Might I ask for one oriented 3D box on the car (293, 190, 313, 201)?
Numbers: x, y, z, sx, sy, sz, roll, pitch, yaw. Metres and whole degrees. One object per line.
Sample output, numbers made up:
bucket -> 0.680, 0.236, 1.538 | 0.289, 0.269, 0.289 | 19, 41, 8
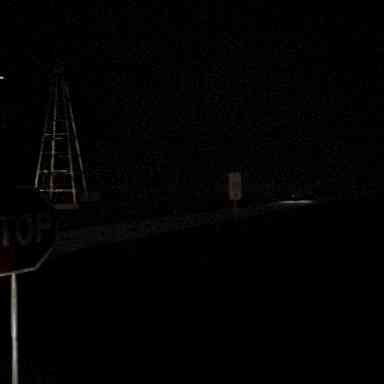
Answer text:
car -> 16.157, 0.457, 48.456 | 1.837, 1.490, 4.892 | -2, 0, 36
